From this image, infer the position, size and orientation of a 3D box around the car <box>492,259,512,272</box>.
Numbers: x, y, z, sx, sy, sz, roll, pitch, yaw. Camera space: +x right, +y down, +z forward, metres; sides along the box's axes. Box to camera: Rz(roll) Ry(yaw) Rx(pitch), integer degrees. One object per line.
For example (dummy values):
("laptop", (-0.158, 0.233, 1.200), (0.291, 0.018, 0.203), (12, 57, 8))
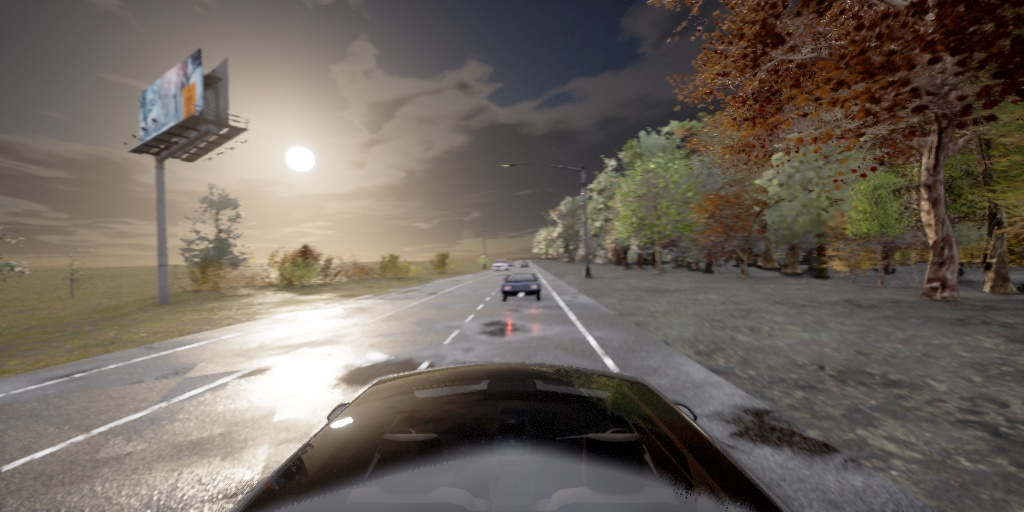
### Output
("car", (-1.912, 1.605, 60.604), (2.150, 2.045, 5.566), (-2, 0, 7))

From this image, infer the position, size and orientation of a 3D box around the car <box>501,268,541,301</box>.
("car", (0.494, 1.493, 18.652), (1.895, 1.301, 4.718), (-2, -1, 2))
